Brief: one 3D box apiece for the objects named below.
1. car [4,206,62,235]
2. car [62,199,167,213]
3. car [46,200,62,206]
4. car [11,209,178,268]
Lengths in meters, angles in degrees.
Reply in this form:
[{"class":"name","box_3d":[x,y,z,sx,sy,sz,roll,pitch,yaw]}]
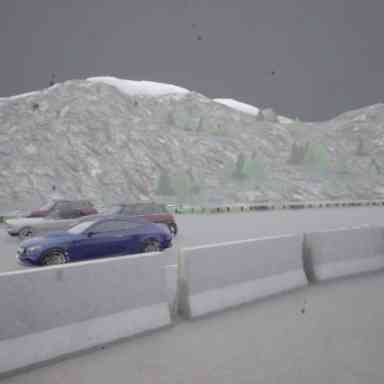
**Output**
[{"class":"car","box_3d":[-6.547,1.513,16.343,4.718,1.301,1.895,-1,1,-33]},{"class":"car","box_3d":[-2.934,1.254,14.487,4.553,1.767,2.097,-1,1,-33]},{"class":"car","box_3d":[-7.806,1.246,19.663,4.553,1.767,2.097,-1,1,-33]},{"class":"car","box_3d":[-2.833,1.461,10.388,4.674,1.442,1.812,-1,1,-33]}]
